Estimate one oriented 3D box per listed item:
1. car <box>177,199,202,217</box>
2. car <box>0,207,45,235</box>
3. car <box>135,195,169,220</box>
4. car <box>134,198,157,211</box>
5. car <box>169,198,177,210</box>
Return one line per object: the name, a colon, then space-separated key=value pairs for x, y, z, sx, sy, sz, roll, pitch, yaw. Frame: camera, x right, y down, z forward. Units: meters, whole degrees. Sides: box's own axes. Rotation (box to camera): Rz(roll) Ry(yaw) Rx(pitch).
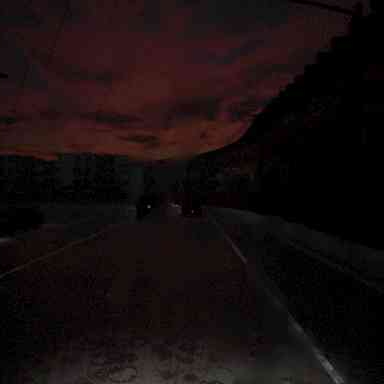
car: x=-0.106 y=1.560 z=32.257 sx=2.128 sy=1.511 sz=4.902 roll=0 pitch=0 yaw=-3
car: x=-10.563 y=1.588 z=19.552 sx=2.033 sy=1.411 sz=5.357 roll=0 pitch=0 yaw=0
car: x=-3.475 y=1.284 z=29.336 sx=2.150 sy=2.045 sz=5.566 roll=0 pitch=0 yaw=-1
car: x=-6.311 y=1.600 z=44.631 sx=1.837 sy=1.490 sz=4.892 roll=0 pitch=0 yaw=-22
car: x=-2.864 y=1.589 z=45.436 sx=2.128 sy=1.511 sz=4.902 roll=0 pitch=0 yaw=-22
